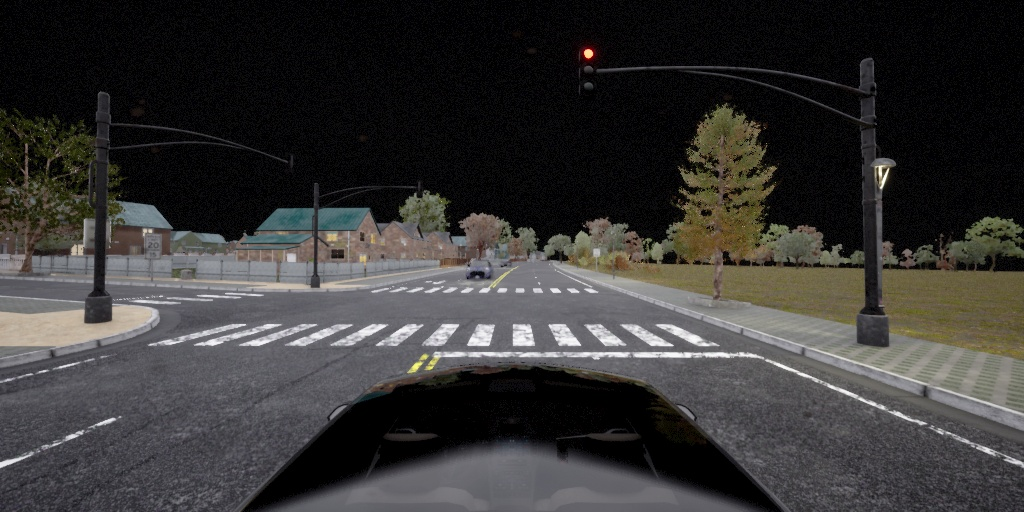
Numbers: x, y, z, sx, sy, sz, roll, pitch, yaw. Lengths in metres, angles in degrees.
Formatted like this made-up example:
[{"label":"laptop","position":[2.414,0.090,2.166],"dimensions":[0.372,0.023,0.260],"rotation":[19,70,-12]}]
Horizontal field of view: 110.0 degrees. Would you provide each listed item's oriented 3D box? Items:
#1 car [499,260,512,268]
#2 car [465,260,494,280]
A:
[{"label":"car","position":[-1.065,1.386,63.138],"dimensions":[1.994,1.385,4.181],"rotation":[0,0,4]},{"label":"car","position":[-2.715,1.127,31.085],"dimensions":[2.097,1.767,4.553],"rotation":[0,0,2]}]
